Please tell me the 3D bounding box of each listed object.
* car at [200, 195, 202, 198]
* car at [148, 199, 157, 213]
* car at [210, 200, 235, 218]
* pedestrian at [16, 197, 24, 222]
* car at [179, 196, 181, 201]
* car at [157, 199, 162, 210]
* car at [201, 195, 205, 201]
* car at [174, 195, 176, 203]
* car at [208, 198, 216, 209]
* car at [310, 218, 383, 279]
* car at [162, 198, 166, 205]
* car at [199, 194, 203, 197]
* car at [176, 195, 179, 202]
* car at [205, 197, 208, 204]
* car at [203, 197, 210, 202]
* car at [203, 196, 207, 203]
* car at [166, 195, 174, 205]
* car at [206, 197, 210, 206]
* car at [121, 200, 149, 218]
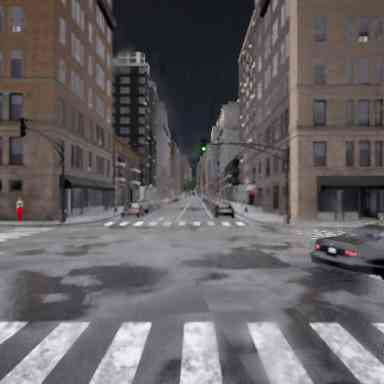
[{"bbox_3d":[3.639,1.862,81.234,1.947,1.339,4.313,1,0,1],"label":"car"},{"bbox_3d":[-5.458,1.708,37.097,1.947,1.339,4.313,1,0,1],"label":"car"},{"bbox_3d":[2.995,1.686,31.461,1.947,1.339,4.313,1,0,1],"label":"car"},{"bbox_3d":[-12.354,1.242,23.838,0.375,1.860,0.375,0,-1,0],"label":"pedestrian"},{"bbox_3d":[-4.811,1.632,86.857,2.192,1.841,5.009,1,0,1],"label":"car"},{"bbox_3d":[-5.386,1.713,42.625,2.008,1.369,4.403,1,0,1],"label":"car"},{"bbox_3d":[3.496,1.810,70.173,2.008,1.369,4.403,1,0,1],"label":"car"},{"bbox_3d":[-5.029,1.826,70.270,1.947,1.339,4.313,1,0,1],"label":"car"},{"bbox_3d":[3.067,1.685,36.992,1.887,1.381,4.507,1,0,1],"label":"car"},{"bbox_3d":[6.069,1.588,9.439,5.357,1.411,2.033,0,-1,-17],"label":"car"},{"bbox_3d":[-5.315,1.727,48.154,1.887,1.381,4.507,1,0,1],"label":"car"},{"bbox_3d":[3.783,1.900,92.294,1.947,1.339,4.313,1,0,1],"label":"car"},{"bbox_3d":[-4.885,1.864,81.327,1.947,1.339,4.313,1,0,1],"label":"car"},{"bbox_3d":[3.210,1.725,48.052,1.887,1.381,4.507,1,0,1],"label":"car"},{"bbox_3d":[3.711,1.897,86.764,1.802,1.307,4.206,1,0,1],"label":"car"},{"bbox_3d":[3.353,1.786,59.113,1.947,1.339,4.313,1,0,1],"label":"car"},{"bbox_3d":[-5.102,1.766,64.571,1.752,1.417,4.829,1,0,1],"label":"car"},{"bbox_3d":[3.138,1.711,42.522,2.008,1.369,4.403,1,0,1],"label":"car"},{"bbox_3d":[-5.530,1.703,31.568,1.802,1.307,4.206,1,0,1],"label":"car"}]
